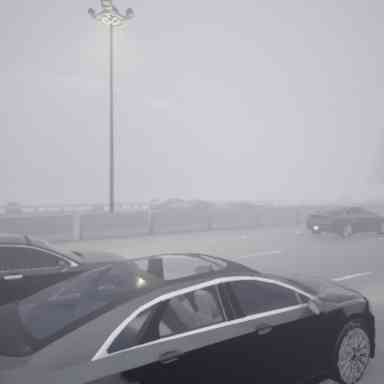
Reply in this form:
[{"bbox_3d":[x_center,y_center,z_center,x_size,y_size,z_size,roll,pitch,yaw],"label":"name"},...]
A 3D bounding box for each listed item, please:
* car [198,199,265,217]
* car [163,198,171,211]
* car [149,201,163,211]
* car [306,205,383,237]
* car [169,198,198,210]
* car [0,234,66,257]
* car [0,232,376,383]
[{"bbox_3d":[3.487,1.410,26.545,5.357,1.411,2.033,0,0,-29],"label":"car"},{"bbox_3d":[0.225,1.388,32.733,5.357,1.411,2.033,0,0,-29],"label":"car"},{"bbox_3d":[-2.222,1.359,35.320,4.674,1.442,1.812,0,0,-29],"label":"car"},{"bbox_3d":[7.905,1.406,16.728,4.892,1.490,1.837,0,0,-29],"label":"car"},{"bbox_3d":[0.528,1.423,28.841,4.181,1.385,1.994,0,0,-29],"label":"car"},{"bbox_3d":[-3.206,1.484,5.655,4.892,1.490,1.837,0,0,-35],"label":"car"},{"bbox_3d":[0.127,1.473,3.707,4.902,1.511,2.128,0,0,-34],"label":"car"}]
